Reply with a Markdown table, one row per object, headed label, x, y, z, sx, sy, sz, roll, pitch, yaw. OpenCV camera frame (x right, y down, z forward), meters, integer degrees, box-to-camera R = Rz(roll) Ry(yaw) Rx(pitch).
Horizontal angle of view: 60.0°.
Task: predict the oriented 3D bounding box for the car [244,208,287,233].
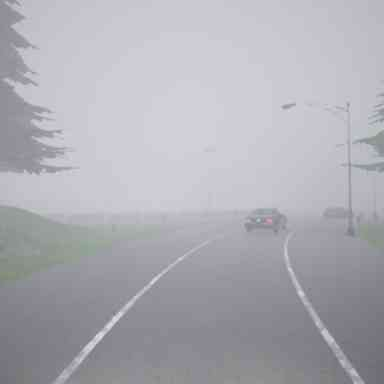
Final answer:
| label | x | y | z | sx | sy | sz | roll | pitch | yaw |
| --- | --- | --- | --- | --- | --- | --- | --- | --- | --- |
| car | 4.692 | 1.689 | 20.743 | 2.033 | 1.411 | 5.357 | -1 | -2 | 23 |

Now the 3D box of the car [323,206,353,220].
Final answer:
| label | x | y | z | sx | sy | sz | roll | pitch | yaw |
| --- | --- | --- | --- | --- | --- | --- | --- | --- | --- |
| car | 16.839 | 2.403 | 38.265 | 4.902 | 1.511 | 2.128 | 3 | -5 | -45 |
